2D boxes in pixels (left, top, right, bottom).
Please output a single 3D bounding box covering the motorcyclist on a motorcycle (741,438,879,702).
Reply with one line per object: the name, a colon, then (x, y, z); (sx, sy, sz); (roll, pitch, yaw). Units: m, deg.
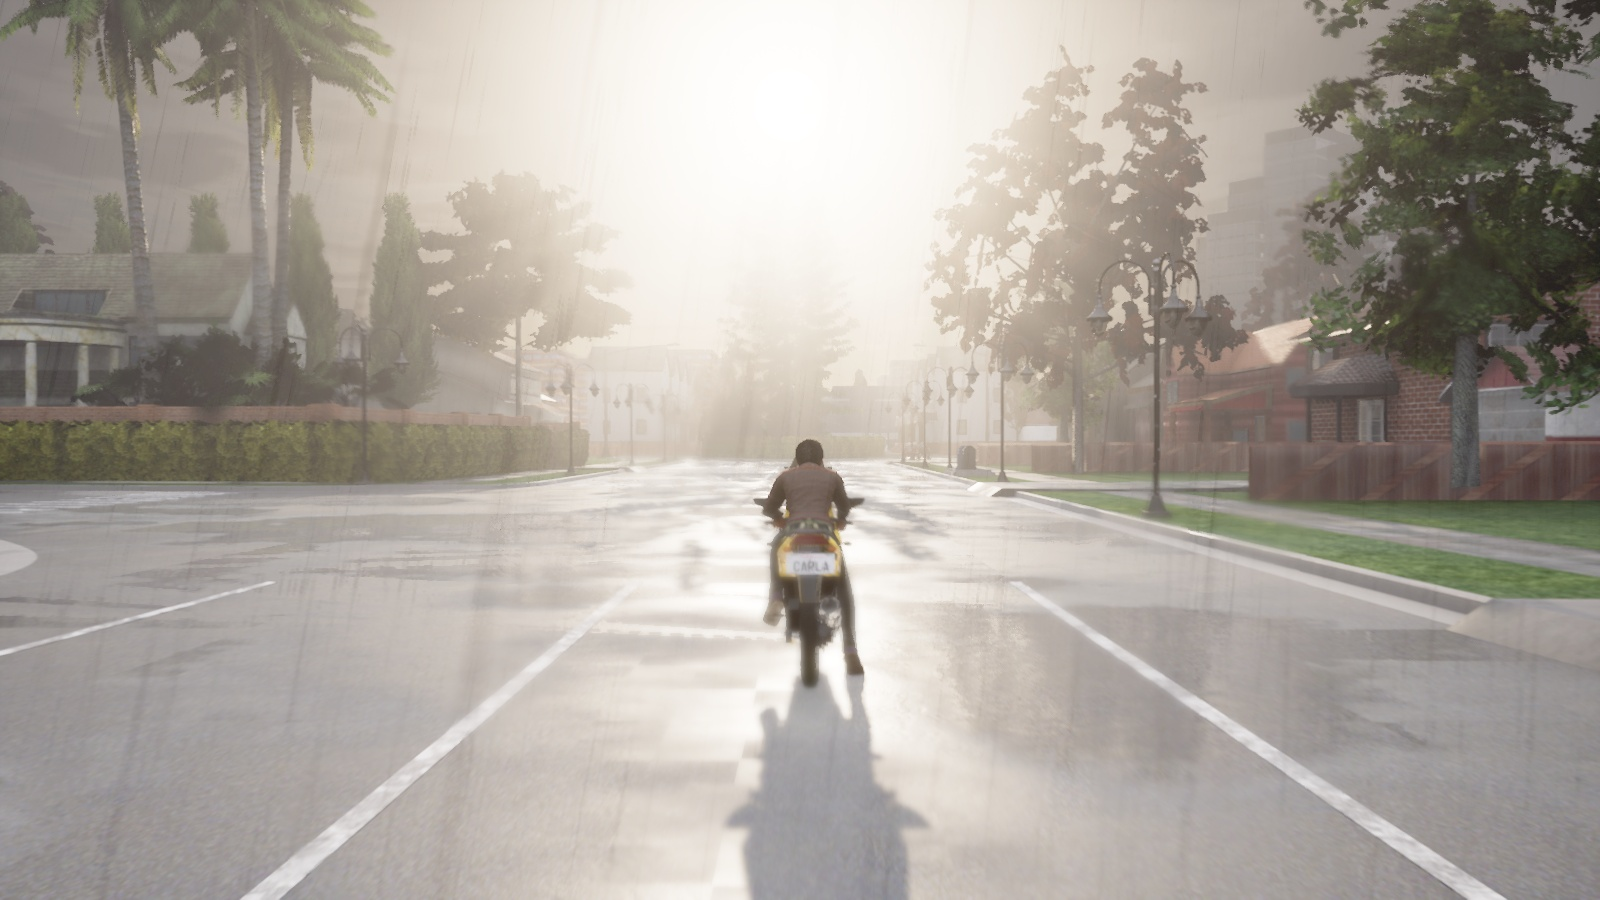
motorcyclist on a motorcycle: (0.062, 0.682, 8.267); (0.797, 1.523, 2.044); (0, 1, 0)
